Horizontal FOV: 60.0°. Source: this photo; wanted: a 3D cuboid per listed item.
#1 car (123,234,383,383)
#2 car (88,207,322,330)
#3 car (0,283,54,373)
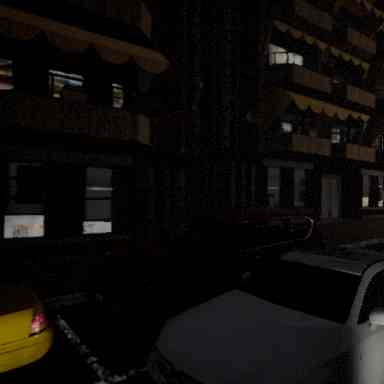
[{"bbox_3d":[1.721,1.496,4.183,4.674,1.442,1.812,-1,0,-36],"label":"car"},{"bbox_3d":[0.640,1.283,6.533,5.009,1.841,2.192,-1,2,-36],"label":"car"},{"bbox_3d":[-3.996,1.541,3.217,4.829,1.417,1.752,-1,2,-36],"label":"car"}]
